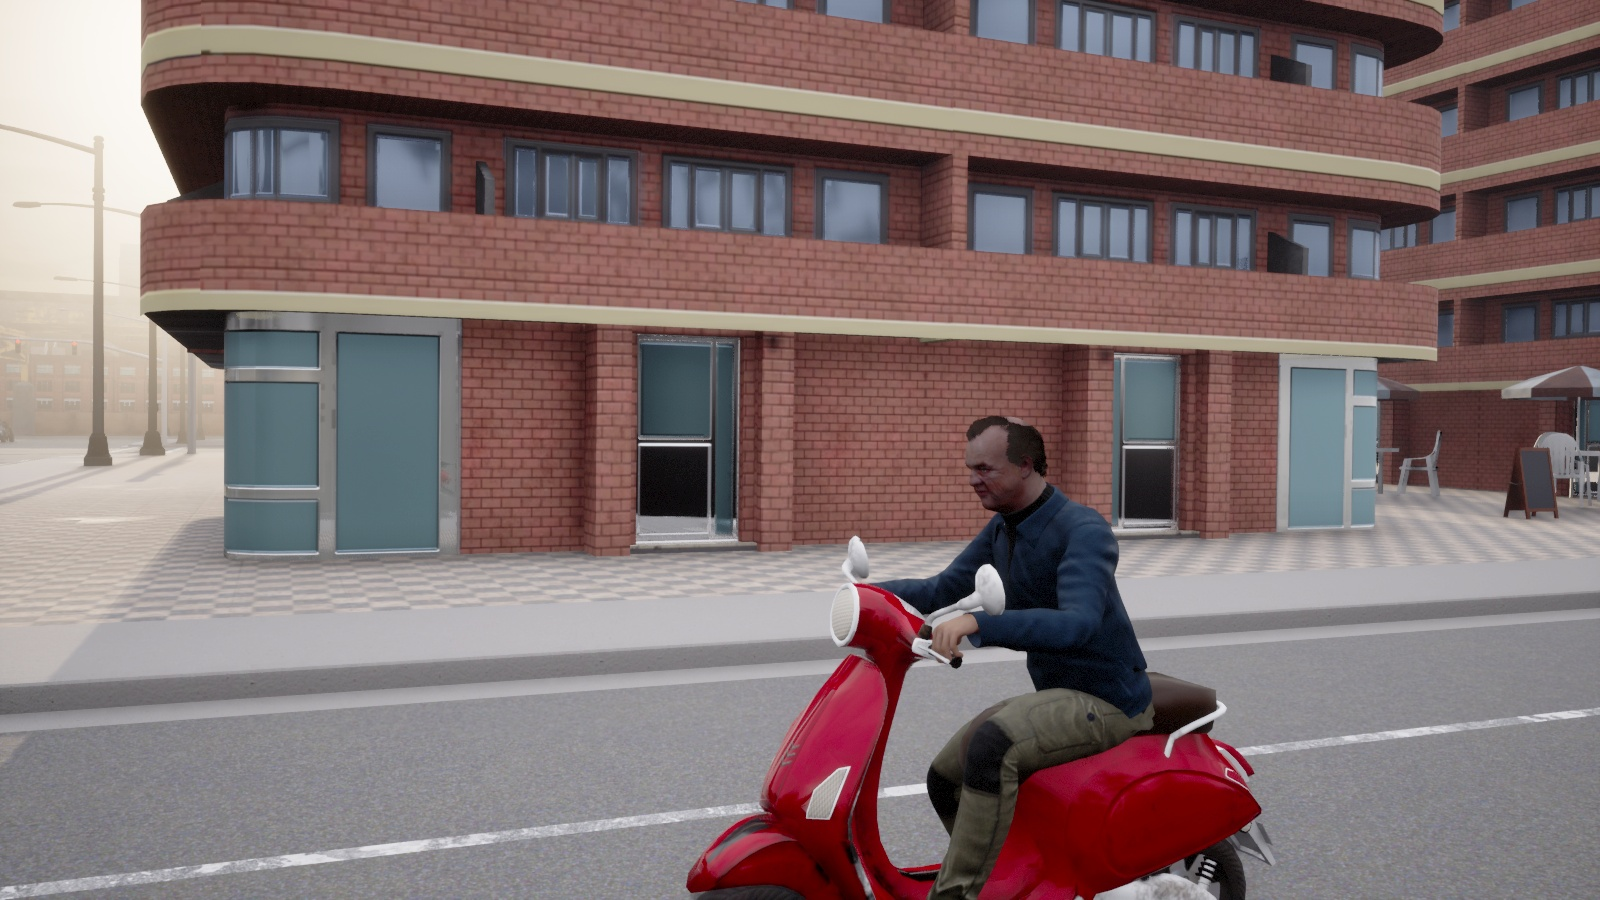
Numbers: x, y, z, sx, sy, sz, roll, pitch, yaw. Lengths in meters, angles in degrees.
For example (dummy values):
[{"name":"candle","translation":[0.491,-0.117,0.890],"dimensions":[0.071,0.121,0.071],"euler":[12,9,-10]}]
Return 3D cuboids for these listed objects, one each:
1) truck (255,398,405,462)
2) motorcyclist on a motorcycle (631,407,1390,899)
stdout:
[{"name":"truck","translation":[-27.304,-1.214,73.036],"dimensions":[7.936,3.462,2.891],"euler":[-2,1,-23]},{"name":"motorcyclist on a motorcycle","translation":[0.546,0.691,3.382],"dimensions":[1.817,1.590,0.866],"euler":[-1,1,-21]}]
